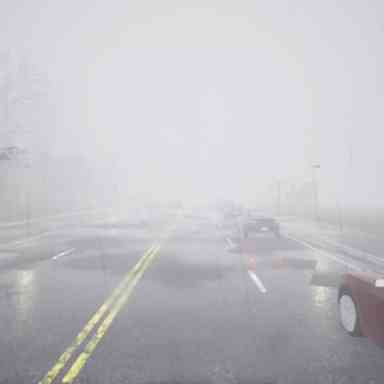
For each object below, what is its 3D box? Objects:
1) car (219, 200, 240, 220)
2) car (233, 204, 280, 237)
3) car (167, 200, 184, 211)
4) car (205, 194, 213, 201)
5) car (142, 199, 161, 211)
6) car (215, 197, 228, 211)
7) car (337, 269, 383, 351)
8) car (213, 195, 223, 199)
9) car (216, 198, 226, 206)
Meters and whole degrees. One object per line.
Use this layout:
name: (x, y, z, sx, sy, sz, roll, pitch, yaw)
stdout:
car: (3.745, 1.692, 29.533, 1.994, 1.385, 4.181, 0, 0, 2)
car: (3.563, 1.606, 18.352, 1.812, 1.442, 4.674, 0, 0, 1)
car: (-2.184, 1.761, 44.846, 1.994, 1.385, 4.181, 0, 0, 3)
car: (4.809, 1.573, 93.271, 2.150, 2.045, 5.566, 0, 0, 6)
car: (-5.435, 1.724, 44.933, 1.812, 1.442, 4.674, 0, 0, 3)
car: (4.173, 1.667, 40.469, 2.128, 1.511, 4.902, 0, 0, 3)
car: (3.374, 1.496, 3.641, 1.882, 1.535, 5.008, 0, 0, 0)
car: (4.732, 1.574, 51.370, 2.097, 1.767, 4.553, 0, 0, 3)
car: (5.426, 1.796, 62.321, 1.812, 1.442, 4.674, 0, 0, 4)
